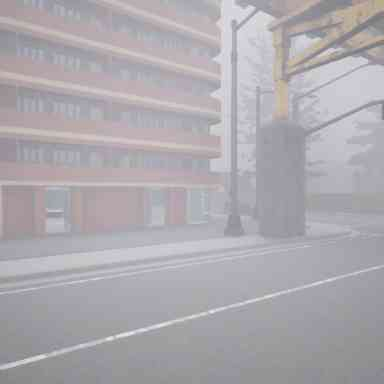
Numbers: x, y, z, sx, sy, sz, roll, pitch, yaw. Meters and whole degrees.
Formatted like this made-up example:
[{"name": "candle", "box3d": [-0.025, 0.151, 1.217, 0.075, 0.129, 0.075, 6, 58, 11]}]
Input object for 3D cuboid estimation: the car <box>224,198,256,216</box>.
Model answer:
[{"name": "car", "box3d": [5.170, 1.351, 32.393, 2.097, 1.767, 4.553, 0, 0, -35]}]
